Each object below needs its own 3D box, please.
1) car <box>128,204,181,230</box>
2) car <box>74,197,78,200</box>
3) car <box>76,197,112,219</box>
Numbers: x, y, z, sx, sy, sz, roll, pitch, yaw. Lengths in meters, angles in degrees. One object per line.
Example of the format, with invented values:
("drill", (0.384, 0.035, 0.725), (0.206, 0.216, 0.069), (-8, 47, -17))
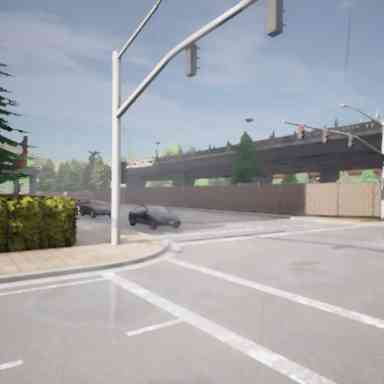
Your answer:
("car", (-2.540, 1.547, 21.482), (1.812, 1.442, 4.674), (1, 0, -35))
("car", (-18.851, 1.566, 56.817), (2.128, 1.511, 4.902), (1, 0, -35))
("car", (-8.584, 1.525, 29.955), (1.837, 1.490, 4.892), (1, 0, -35))
